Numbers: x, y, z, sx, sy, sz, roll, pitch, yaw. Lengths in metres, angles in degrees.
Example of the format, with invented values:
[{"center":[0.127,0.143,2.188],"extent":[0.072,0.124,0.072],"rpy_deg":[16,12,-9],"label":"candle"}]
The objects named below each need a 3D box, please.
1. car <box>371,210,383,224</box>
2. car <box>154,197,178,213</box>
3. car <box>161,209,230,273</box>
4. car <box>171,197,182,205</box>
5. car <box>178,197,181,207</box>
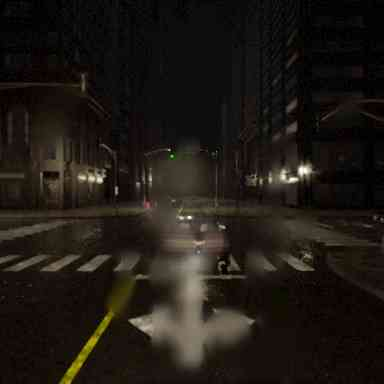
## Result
[{"center":[14.884,1.503,22.665],"extent":[4.892,1.490,1.837],"rpy_deg":[0,0,0],"label":"car"},{"center":[-3.044,1.441,37.346],"extent":[2.097,1.767,4.553],"rpy_deg":[0,0,-1],"label":"car"},{"center":[0.097,1.525,10.766],"extent":[2.128,1.511,4.902],"rpy_deg":[0,0,0],"label":"car"},{"center":[-3.082,1.741,65.488],"extent":[1.994,1.385,4.181],"rpy_deg":[0,0,0],"label":"car"},{"center":[-3.069,1.605,46.121],"extent":[2.128,1.511,4.902],"rpy_deg":[0,0,0],"label":"car"}]
